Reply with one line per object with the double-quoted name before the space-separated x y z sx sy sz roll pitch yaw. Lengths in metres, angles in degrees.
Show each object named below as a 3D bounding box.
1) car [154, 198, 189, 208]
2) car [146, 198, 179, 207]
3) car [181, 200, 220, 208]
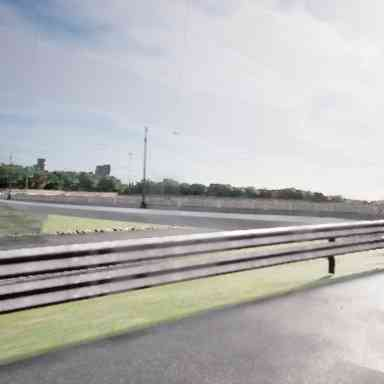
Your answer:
"car" -3.273 1.775 53.389 5.357 1.411 2.033 1 -1 32
"car" -5.123 1.668 50.420 5.357 1.411 2.033 1 -1 32
"car" 1.223 1.642 42.636 4.718 1.301 1.895 1 -1 30
